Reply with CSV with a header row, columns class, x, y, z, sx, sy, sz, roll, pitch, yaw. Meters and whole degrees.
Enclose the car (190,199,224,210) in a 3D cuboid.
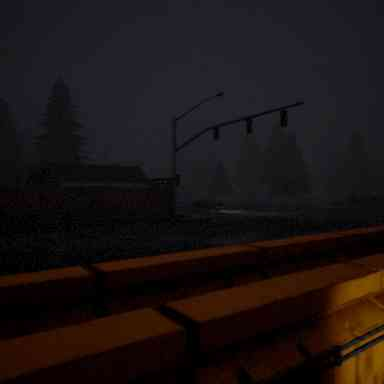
class,x,y,z,sx,sy,sz,roll,pitch,yaw
car,1.741,1.450,40.198,1.895,1.301,4.718,0,0,-33
